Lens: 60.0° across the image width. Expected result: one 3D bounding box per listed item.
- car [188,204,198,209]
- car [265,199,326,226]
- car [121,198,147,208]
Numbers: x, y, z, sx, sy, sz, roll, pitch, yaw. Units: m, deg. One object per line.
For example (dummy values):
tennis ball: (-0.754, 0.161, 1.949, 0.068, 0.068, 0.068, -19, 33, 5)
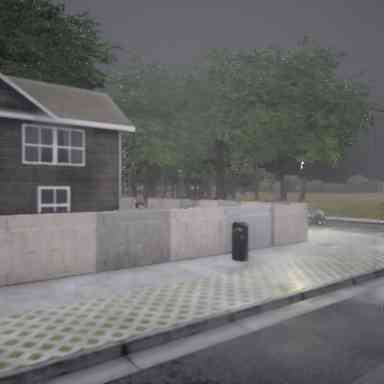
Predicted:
car: (0.469, 1.518, 30.582, 1.895, 1.301, 4.718, 0, 0, -35)
car: (6.511, 1.287, 22.086, 2.097, 1.767, 4.553, 0, 0, -35)
car: (-7.637, 1.441, 42.004, 2.033, 1.411, 5.357, 0, 0, -35)
